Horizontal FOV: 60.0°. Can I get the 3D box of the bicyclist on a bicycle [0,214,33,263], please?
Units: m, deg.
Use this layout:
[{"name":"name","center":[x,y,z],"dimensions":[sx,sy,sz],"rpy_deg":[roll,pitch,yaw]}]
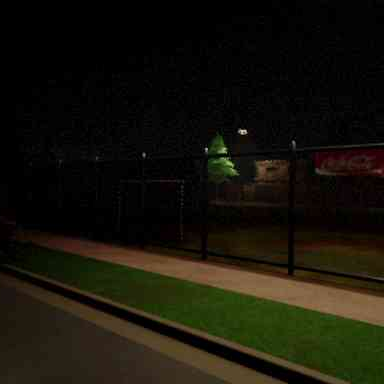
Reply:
[{"name":"bicyclist on a bicycle","center":[-5.035,1.196,8.669],"dimensions":[0.582,1.620,1.656],"rpy_deg":[1,10,38]}]
